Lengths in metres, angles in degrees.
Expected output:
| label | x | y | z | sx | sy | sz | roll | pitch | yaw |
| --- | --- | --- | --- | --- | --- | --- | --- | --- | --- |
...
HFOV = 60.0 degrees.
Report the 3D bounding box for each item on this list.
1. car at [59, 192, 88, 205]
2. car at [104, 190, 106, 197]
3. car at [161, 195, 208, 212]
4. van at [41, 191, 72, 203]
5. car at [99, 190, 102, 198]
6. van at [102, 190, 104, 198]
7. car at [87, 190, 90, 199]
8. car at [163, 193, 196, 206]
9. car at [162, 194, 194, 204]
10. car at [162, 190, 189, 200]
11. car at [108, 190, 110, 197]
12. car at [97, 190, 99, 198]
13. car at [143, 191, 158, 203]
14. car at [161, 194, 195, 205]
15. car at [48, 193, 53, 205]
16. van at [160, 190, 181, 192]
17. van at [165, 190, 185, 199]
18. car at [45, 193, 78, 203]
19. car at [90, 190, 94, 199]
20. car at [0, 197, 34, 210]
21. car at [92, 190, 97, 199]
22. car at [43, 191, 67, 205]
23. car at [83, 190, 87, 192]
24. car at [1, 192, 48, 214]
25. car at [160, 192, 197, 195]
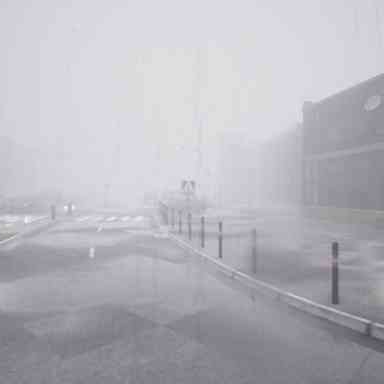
| label | x | y | z | sx | sy | sz | roll | pitch | yaw |
| --- | --- | --- | --- | --- | --- | --- | --- | --- | --- |
| car | -17.588 | 1.161 | 49.482 | 2.128 | 1.511 | 4.902 | 0 | 1 | -4 |
| car | -24.789 | 0.808 | 83.190 | 4.674 | 1.452 | 2.002 | 0 | 1 | -4 |
| car | -0.836 | 1.361 | 33.382 | 4.792 | 1.488 | 2.163 | 0 | 0 | -4 |
| van | -22.592 | 0.839 | 55.706 | 4.442 | 1.987 | 1.878 | 0 | 1 | -4 |
| car | -24.369 | 0.820 | 77.692 | 4.892 | 1.521 | 2.231 | 0 | 1 | -4 |
| van | -24.476 | 0.567 | 80.571 | 4.442 | 1.987 | 1.878 | 0 | 1 | -4 |
| car | -23.511 | 0.808 | 66.698 | 4.553 | 1.767 | 2.185 | 0 | 1 | -4 |
| car | -1.807 | 1.071 | 47.126 | 4.553 | 1.767 | 2.185 | 0 | 1 | -4 |
| car | -2.247 | 1.124 | 52.668 | 4.892 | 1.521 | 2.231 | 0 | 1 | -4 |
| car | -3.472 | 0.661 | 69.293 | 5.566 | 2.045 | 2.435 | 0 | 1 | -4 |
| car | -25.202 | 0.723 | 88.688 | 4.892 | 1.521 | 2.231 | 0 | 0 | -4 |
| car | -24.161 | 0.847 | 74.944 | 4.892 | 1.521 | 2.231 | 0 | 1 | -4 |
| car | -7.259 | 0.795 | 57.756 | 2.150 | 2.045 | 5.566 | 0 | 1 | -4 |
| car | -2.060 | 1.158 | 50.020 | 5.008 | 1.535 | 2.097 | 0 | 1 | -4 |
| car | -21.881 | 1.205 | 44.703 | 4.892 | 1.521 | 2.231 | 0 | 1 | -4 |
| van | -1.547 | 1.038 | 41.693 | 4.442 | 1.987 | 1.878 | 0 | 1 | -4 |
| van | -3.800 | 0.625 | 74.842 | 4.442 | 1.987 | 1.878 | 0 | 1 | -4 |
| car | -22.922 | 1.031 | 58.449 | 5.008 | 1.535 | 2.097 | 0 | 1 | -4 |
| car | -23.744 | 0.905 | 69.446 | 4.892 | 1.521 | 2.231 | 0 | 1 | -4 |
| car | -21.455 | 1.303 | 39.200 | 4.674 | 1.452 | 2.002 | 0 | 1 | -4 |
| car | -23.952 | 0.875 | 72.195 | 4.892 | 1.521 | 2.231 | 0 | 1 | -4 |
| car | -22.315 | 1.096 | 52.964 | 5.366 | 1.575 | 1.946 | 0 | 1 | -4 |
| car | -23.364 | 0.839 | 63.943 | 4.553 | 1.767 | 2.185 | 0 | 1 | -4 |
| car | -16.456 | 1.195 | 32.957 | 2.097 | 1.767 | 4.553 | 0 | 0 | -4 |
| car | -1.182 | 1.165 | 38.806 | 4.553 | 1.767 | 2.185 | 0 | 0 | -4 |
